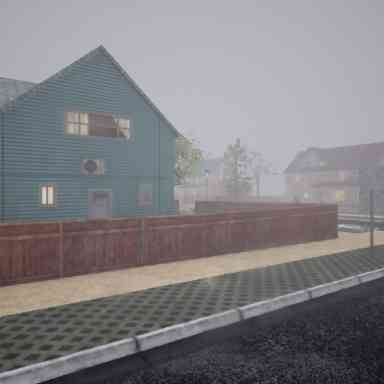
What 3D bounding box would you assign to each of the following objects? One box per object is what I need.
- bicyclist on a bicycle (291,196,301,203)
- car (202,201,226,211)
[{"bbox_3d":[9.825,1.206,31.336,1.656,1.620,0.582,-1,1,-36],"label":"bicyclist on a bicycle"},{"bbox_3d":[2.671,1.508,31.262,1.895,1.301,4.718,0,0,-36],"label":"car"}]
